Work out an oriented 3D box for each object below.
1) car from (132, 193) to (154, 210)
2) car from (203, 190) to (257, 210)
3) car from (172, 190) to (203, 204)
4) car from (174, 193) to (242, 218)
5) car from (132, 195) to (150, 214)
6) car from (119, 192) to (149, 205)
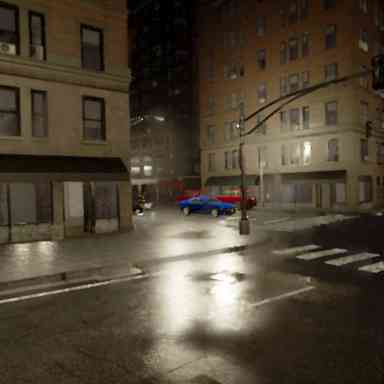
[{"bbox_3d":[-5.731,1.097,33.273,1.812,1.442,4.674,-2,2,-44],"label":"car"},{"bbox_3d":[3.857,0.759,31.667,2.192,1.841,5.009,-2,1,-44],"label":"car"},{"bbox_3d":[0.024,0.729,35.622,2.192,1.841,5.009,-2,1,-44],"label":"car"},{"bbox_3d":[1.189,1.102,26.129,1.882,1.535,5.008,-2,2,-44],"label":"car"},{"bbox_3d":[-6.089,1.231,29.692,1.947,1.339,4.313,-2,1,-44],"label":"car"},{"bbox_3d":[-7.641,0.794,43.535,1.967,1.590,4.097,-2,1,-44],"label":"car"}]
